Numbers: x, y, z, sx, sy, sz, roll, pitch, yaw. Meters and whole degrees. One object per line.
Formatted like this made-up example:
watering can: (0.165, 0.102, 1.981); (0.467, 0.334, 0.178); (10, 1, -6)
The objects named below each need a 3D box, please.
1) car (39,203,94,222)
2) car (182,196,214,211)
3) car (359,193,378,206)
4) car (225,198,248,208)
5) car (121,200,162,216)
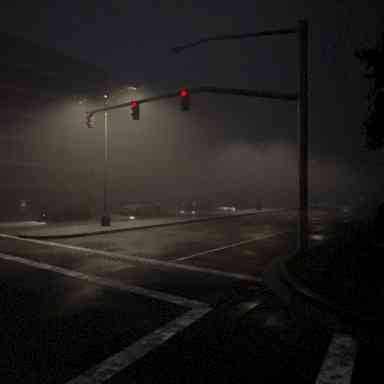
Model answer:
car: (-9.943, 1.564, 26.591); (1.994, 1.385, 4.181); (0, 0, 36)
car: (0.780, 1.352, 41.368); (2.097, 1.767, 4.553); (0, 0, 36)
car: (28.735, 1.221, 54.037); (2.150, 2.045, 5.566); (0, 0, 36)
car: (6.619, 1.564, 49.397); (1.994, 1.385, 4.181); (0, 0, 36)
car: (-4.951, 1.524, 33.472); (1.812, 1.442, 4.674); (0, 0, 36)
